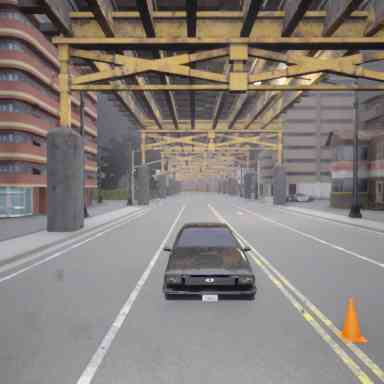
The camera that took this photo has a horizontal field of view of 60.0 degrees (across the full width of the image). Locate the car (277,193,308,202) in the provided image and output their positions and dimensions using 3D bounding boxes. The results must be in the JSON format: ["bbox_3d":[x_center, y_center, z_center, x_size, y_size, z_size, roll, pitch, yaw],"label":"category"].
[{"bbox_3d":[17.817,0.958,58.994,4.974,1.542,2.038,0,1,25],"label":"car"}]

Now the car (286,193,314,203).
[{"bbox_3d":[17.469,1.006,54.837,4.974,1.542,2.038,0,1,-20],"label":"car"}]

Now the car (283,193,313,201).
[{"bbox_3d":[17.517,0.848,54.853,4.536,1.218,1.853,0,1,-20],"label":"car"}]

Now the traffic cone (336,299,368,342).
[{"bbox_3d":[2.454,1.949,5.118,0.340,0.580,0.340,0,0,0],"label":"traffic cone"}]

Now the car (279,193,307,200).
[{"bbox_3d":[17.864,0.801,58.971,4.536,1.218,1.853,0,1,25],"label":"car"}]

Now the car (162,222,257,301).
[{"bbox_3d":[0.362,1.533,8.725,2.033,1.411,5.357,0,0,1],"label":"car"}]
